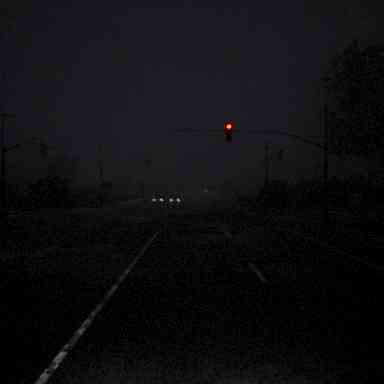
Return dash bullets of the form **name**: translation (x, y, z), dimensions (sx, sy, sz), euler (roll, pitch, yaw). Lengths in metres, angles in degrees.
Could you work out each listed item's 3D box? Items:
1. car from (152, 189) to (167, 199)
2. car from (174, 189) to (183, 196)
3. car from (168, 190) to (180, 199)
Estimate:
- **car**: translation (-6.980, 0.528, 69.134), dimensions (2.097, 1.767, 4.553), euler (0, 1, 0)
- **car**: translation (-3.464, 0.128, 84.539), dimensions (2.128, 1.511, 4.902), euler (0, 1, 0)
- **car**: translation (-3.480, 0.697, 69.095), dimensions (1.812, 1.442, 4.674), euler (0, 1, 0)
